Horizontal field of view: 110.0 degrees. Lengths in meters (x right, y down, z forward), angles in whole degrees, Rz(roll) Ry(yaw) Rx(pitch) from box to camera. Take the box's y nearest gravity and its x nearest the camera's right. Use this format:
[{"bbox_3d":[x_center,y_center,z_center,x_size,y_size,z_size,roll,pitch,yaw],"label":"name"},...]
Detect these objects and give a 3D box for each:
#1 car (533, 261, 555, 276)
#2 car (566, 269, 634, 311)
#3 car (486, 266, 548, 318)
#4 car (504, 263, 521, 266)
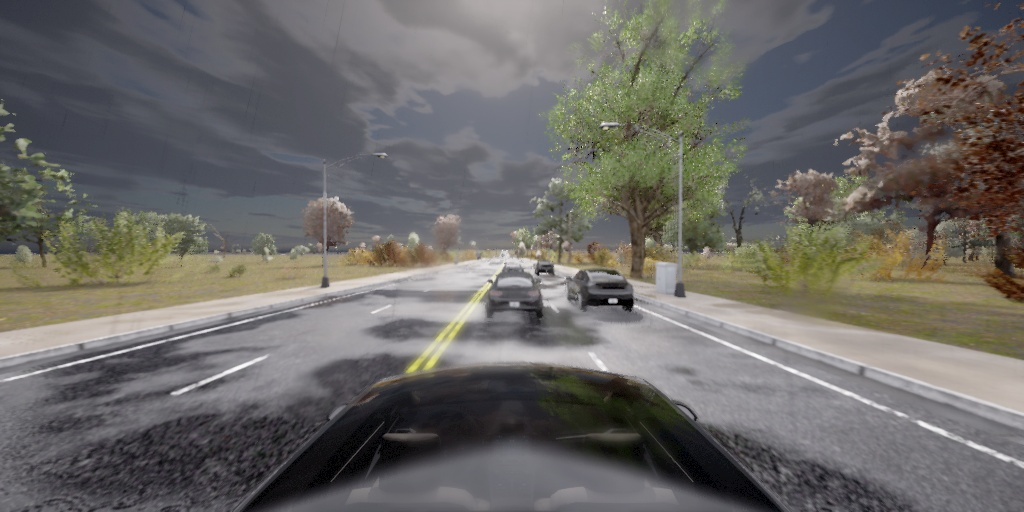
[{"bbox_3d":[3.318,1.213,36.980,1.837,1.490,4.892,0,0,0],"label":"car"},{"bbox_3d":[3.346,1.243,14.287,1.837,1.490,4.892,0,0,0],"label":"car"},{"bbox_3d":[0.092,1.266,12.896,1.812,1.442,4.674,0,0,0],"label":"car"},{"bbox_3d":[0.080,1.316,32.462,1.895,1.301,4.718,0,0,0],"label":"car"}]
